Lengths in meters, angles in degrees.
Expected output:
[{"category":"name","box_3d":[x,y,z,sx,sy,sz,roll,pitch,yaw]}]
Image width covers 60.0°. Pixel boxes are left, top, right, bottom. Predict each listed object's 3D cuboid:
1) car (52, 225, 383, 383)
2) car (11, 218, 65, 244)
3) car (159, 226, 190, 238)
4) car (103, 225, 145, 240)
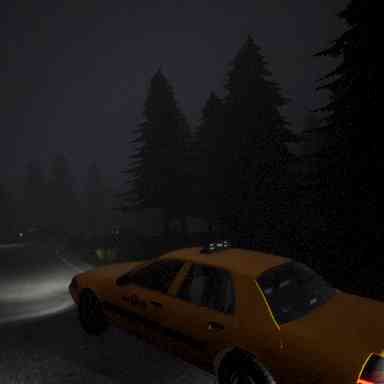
[{"category":"car","box_3d":[0.133,1.441,4.744,5.366,1.575,1.801,0,1,43]},{"category":"car","box_3d":[-12.734,3.227,28.153,2.150,2.045,5.566,-4,-7,7]},{"category":"car","box_3d":[-2.306,5.543,46.271,1.882,1.535,5.008,-5,-8,30]},{"category":"car","box_3d":[-7.429,4.510,36.965,2.033,1.411,5.357,-4,-8,20]}]
